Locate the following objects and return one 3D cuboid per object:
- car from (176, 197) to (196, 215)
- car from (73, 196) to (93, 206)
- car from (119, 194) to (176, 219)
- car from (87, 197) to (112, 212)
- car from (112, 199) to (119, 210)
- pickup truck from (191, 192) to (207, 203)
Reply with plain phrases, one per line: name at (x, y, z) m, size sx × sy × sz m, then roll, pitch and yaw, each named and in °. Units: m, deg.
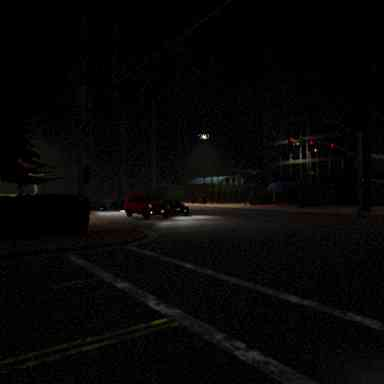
car at (-2.071, 1.495, 32.521) m, size 1.837 × 1.490 × 4.892 m, roll 0°, pitch 0°, yaw -36°
car at (-17.810, 1.497, 54.258) m, size 1.837 × 1.490 × 4.892 m, roll 0°, pitch 0°, yaw -36°
car at (-4.023, 1.214, 29.252) m, size 2.150 × 2.045 × 5.566 m, roll 0°, pitch 0°, yaw -36°
car at (-11.603, 1.593, 39.678) m, size 1.895 × 1.301 × 4.718 m, roll 0°, pitch 0°, yaw -36°
car at (-8.780, 1.555, 41.754) m, size 1.994 × 1.385 × 4.181 m, roll 0°, pitch 0°, yaw -35°
pickup truck at (1.188, 1.038, 62.416) m, size 2.390 × 2.098 × 6.274 m, roll 0°, pitch 0°, yaw -6°
